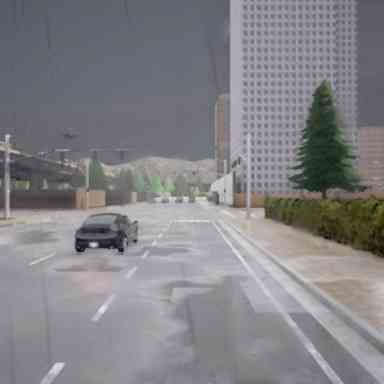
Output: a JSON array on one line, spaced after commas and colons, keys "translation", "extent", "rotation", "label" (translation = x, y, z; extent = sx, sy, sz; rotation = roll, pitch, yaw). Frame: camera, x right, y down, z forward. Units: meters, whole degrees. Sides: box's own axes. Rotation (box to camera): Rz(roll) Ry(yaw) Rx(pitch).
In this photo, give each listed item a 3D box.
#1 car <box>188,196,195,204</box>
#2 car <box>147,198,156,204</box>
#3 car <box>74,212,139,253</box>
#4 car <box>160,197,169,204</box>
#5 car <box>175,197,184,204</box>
[{"translation": [-0.060, 2.402, 89.033], "extent": [1.895, 1.301, 4.718], "rotation": [0, -1, 0], "label": "car"}, {"translation": [-10.559, 2.341, 87.141], "extent": [2.128, 1.511, 4.902], "rotation": [0, -1, 0], "label": "car"}, {"translation": [-3.504, 1.642, 14.301], "extent": [1.837, 1.490, 4.892], "rotation": [0, 0, 0], "label": "car"}, {"translation": [-7.059, 2.171, 87.175], "extent": [2.097, 1.767, 4.553], "rotation": [0, -1, 0], "label": "car"}, {"translation": [-3.560, 2.402, 89.030], "extent": [1.895, 1.301, 4.718], "rotation": [0, -1, 0], "label": "car"}]
